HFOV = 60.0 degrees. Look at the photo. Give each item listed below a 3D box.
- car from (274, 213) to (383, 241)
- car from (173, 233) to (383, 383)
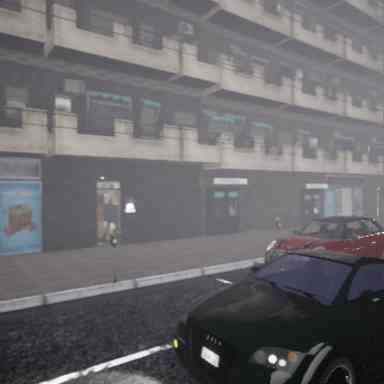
[{"bbox_3d":[3.930,1.441,9.386,4.097,1.590,1.967,0,-1,-35],"label":"car"},{"bbox_3d":[1.831,1.564,4.662,4.181,1.385,1.994,0,0,-35],"label":"car"}]
